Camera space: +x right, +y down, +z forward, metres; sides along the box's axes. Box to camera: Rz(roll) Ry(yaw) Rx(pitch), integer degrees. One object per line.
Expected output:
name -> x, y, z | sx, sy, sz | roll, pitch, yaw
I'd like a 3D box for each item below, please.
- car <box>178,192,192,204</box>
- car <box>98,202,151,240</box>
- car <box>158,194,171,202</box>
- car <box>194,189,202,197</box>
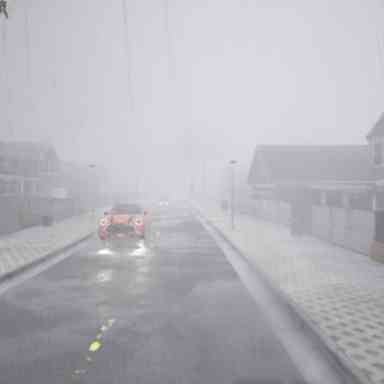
car -> -1.249, 1.119, 52.717 | 1.812, 1.442, 4.674 | 0, 1, 0
car -> -3.277, 1.330, 16.895 | 2.097, 1.767, 4.553 | 0, 0, -3
car -> -4.829, 1.074, 58.867 | 1.994, 1.385, 4.181 | 0, 1, 2
car -> 1.773, 0.244, 90.056 | 2.150, 2.045, 5.566 | 0, 1, 12
